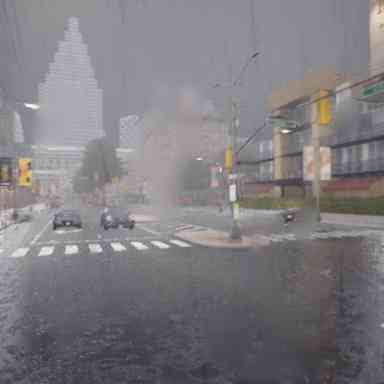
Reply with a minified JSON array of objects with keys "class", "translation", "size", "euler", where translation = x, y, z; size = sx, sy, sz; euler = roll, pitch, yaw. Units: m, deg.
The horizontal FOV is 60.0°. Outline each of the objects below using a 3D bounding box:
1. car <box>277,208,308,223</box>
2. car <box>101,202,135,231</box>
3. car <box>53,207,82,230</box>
[{"class":"car","translation":[9.128,2.073,30.471],"size":[1.895,1.301,4.718],"euler":[-4,0,6]},{"class":"car","translation":[-5.733,1.889,25.380],"size":[2.097,1.767,4.553],"euler":[0,-1,-20]},{"class":"car","translation":[-9.660,2.146,25.936],"size":[1.994,1.385,4.181],"euler":[0,-1,-20]}]
